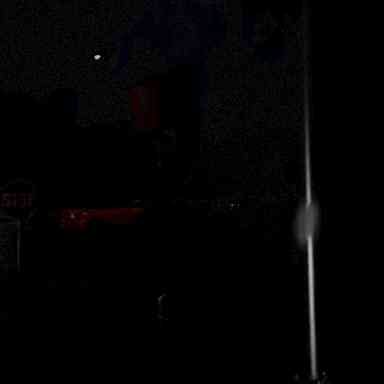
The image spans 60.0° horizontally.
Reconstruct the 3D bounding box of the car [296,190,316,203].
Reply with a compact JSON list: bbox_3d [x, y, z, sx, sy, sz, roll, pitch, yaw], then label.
[{"bbox_3d":[16.626,0.716,46.872,1.837,1.490,4.892,-2,0,35],"label":"car"}]

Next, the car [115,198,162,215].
[{"bbox_3d":[-5.222,1.357,32.975,1.812,1.442,4.674,-2,0,35],"label":"car"}]

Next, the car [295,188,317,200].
[{"bbox_3d":[19.487,0.320,56.654,2.150,2.045,5.566,-2,-1,35],"label":"car"}]

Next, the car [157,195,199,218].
[{"bbox_3d":[-1.345,1.057,26.838,2.097,1.767,4.553,-2,0,35],"label":"car"}]

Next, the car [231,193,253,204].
[{"bbox_3d":[7.697,0.970,51.290,2.128,1.511,4.902,-2,0,35],"label":"car"}]

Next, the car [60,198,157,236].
[{"bbox_3d":[-4.261,1.101,16.999,2.097,1.767,4.553,-2,0,35],"label":"car"}]
